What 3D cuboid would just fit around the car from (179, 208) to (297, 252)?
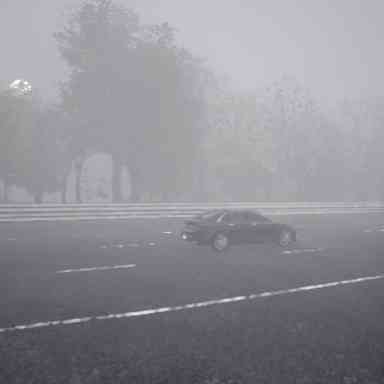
[{"bbox_3d":[1.911,1.410,13.177,4.892,1.490,1.837,1,0,-25],"label":"car"}]
